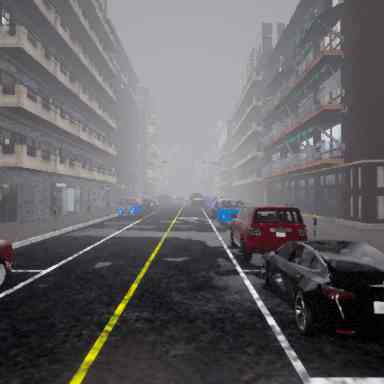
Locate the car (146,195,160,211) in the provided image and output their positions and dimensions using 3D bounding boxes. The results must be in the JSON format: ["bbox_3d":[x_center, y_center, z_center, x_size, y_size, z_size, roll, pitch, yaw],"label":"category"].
[{"bbox_3d":[-5.305,1.446,39.760,1.967,1.590,4.097,1,0,0],"label":"car"}]

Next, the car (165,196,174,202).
[{"bbox_3d":[-5.307,1.586,78.603,1.802,1.307,4.206,1,0,0],"label":"car"}]

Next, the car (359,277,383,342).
[{"bbox_3d":[2.574,1.544,0.936,1.887,1.381,4.507,1,0,0],"label":"car"}]

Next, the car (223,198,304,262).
[{"bbox_3d":[2.577,1.317,12.034,2.192,1.841,5.009,1,0,0],"label":"car"}]

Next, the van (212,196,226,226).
[{"bbox_3d":[2.576,1.345,23.133,1.690,1.788,3.998,1,0,0],"label":"van"}]

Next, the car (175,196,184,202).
[{"bbox_3d":[-2.750,1.493,75.889,1.895,1.301,4.718,0,0,0],"label":"car"}]

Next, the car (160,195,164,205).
[{"bbox_3d":[-5.306,1.531,45.139,1.752,1.417,4.829,1,0,0],"label":"car"}]

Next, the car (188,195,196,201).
[{"bbox_3d":[0.000,1.416,81.237,2.033,1.411,5.357,0,0,0],"label":"car"}]

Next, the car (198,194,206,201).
[{"bbox_3d":[2.575,1.443,84.173,1.967,1.590,4.097,1,0,0],"label":"car"}]

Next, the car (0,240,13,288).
[{"bbox_3d":[-5.306,1.545,6.466,1.887,1.381,4.507,1,0,0],"label":"car"}]

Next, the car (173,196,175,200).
[{"bbox_3d":[-5.303,1.320,67.506,2.192,1.841,5.009,1,0,0],"label":"car"}]

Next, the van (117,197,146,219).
[{"bbox_3d":[-5.304,1.346,28.662,1.690,1.788,3.998,1,0,0],"label":"van"}]

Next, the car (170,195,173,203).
[{"bbox_3d":[-5.303,1.320,61.956,2.192,1.841,5.009,1,0,0],"label":"car"}]

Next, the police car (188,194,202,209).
[{"bbox_3d":[0.825,1.431,46.239,1.930,1.638,5.238,0,0,0],"label":"police car"}]

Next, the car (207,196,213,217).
[{"bbox_3d":[2.575,1.445,28.681,1.967,1.590,4.097,1,0,0],"label":"car"}]

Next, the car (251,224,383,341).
[{"bbox_3d":[2.574,1.566,6.485,1.947,1.339,4.313,1,0,0],"label":"car"}]

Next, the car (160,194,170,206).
[{"bbox_3d":[-5.305,1.445,56.407,1.967,1.590,4.097,1,0,0],"label":"car"}]

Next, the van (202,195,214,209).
[{"bbox_3d":[2.576,1.347,45.329,1.690,1.788,3.998,1,0,0],"label":"van"}]

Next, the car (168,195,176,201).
[{"bbox_3d":[-5.306,1.528,89.531,1.752,1.417,4.829,1,0,0],"label":"car"}]
